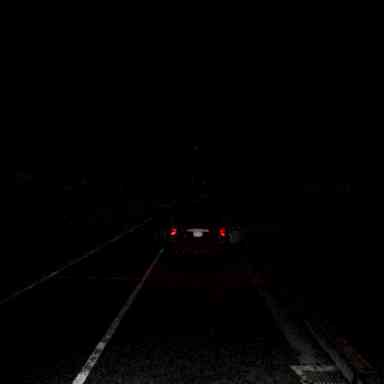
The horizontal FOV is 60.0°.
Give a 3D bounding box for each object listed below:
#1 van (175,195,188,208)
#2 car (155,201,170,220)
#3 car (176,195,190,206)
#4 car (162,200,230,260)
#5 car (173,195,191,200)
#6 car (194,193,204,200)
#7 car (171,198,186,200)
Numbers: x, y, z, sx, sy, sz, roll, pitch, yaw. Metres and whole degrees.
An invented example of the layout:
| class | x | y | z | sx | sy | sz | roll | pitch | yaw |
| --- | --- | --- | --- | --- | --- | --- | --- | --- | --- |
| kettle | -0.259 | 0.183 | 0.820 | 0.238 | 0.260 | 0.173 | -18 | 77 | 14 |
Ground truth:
| class | x | y | z | sx | sy | sz | roll | pitch | yaw |
| --- | --- | --- | --- | --- | --- | --- | --- | --- | --- |
| van | -1.607 | 1.403 | 50.450 | 1.690 | 1.788 | 3.998 | 1 | 0 | 1 |
| car | -2.080 | 1.583 | 28.000 | 1.802 | 1.307 | 4.206 | 1 | 0 | 1 |
| car | -1.489 | 1.398 | 56.063 | 2.192 | 1.841 | 5.009 | 1 | 0 | 1 |
| car | 0.235 | 1.361 | 12.689 | 2.097 | 1.767 | 4.553 | 1 | 0 | 1 |
| car | -1.723 | 1.359 | 44.838 | 2.192 | 1.841 | 5.009 | 1 | 0 | 1 |
| car | 1.531 | 1.232 | 74.383 | 2.150 | 2.045 | 5.566 | 1 | 0 | 1 |
| car | -1.962 | 1.564 | 33.613 | 2.008 | 1.369 | 4.403 | 1 | 0 | 1 |
